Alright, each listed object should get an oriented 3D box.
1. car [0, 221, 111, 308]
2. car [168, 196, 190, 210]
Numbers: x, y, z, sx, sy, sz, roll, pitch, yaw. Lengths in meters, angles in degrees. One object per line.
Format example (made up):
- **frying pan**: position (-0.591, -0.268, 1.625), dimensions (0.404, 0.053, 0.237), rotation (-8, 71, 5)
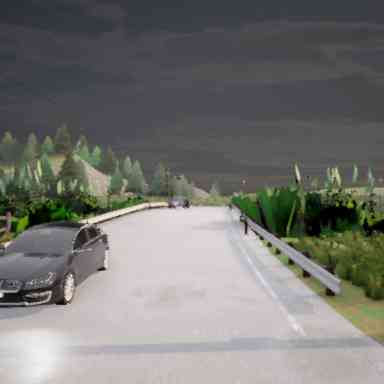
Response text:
- **car**: position (-3.405, 1.568, 8.339), dimensions (1.837, 1.490, 4.892), rotation (0, 0, 1)
- **car**: position (-1.386, 1.147, 36.911), dimensions (2.128, 1.511, 4.902), rotation (0, -1, 8)
